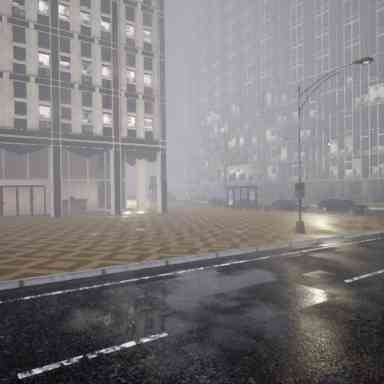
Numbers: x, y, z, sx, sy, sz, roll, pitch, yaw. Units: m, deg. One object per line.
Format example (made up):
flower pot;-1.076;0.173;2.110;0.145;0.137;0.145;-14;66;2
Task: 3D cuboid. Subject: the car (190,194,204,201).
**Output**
car;1.223;1.043;63.138;1.802;1.307;4.206;0;1;-34

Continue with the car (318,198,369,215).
car;14.899;1.354;32.945;1.837;1.490;4.892;-1;2;-34

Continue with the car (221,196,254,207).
car;6.192;1.314;45.657;1.895;1.301;4.718;-1;1;-34

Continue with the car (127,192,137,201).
car;-12.120;1.039;67.770;2.008;1.369;4.403;0;1;-34

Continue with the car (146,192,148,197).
car;-8.426;0.615;77.193;2.192;1.841;5.009;0;1;-34

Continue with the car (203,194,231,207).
car;3.917;1.319;44.311;1.947;1.339;4.313;0;1;-34

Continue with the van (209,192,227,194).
van;4.438;0.855;58.449;1.690;1.788;3.998;0;1;-34

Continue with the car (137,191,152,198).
car;-11.643;0.686;81.881;1.967;1.590;4.097;0;1;-34

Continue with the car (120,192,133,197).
car;-18.075;0.688;91.254;2.008;1.369;4.403;0;1;-34

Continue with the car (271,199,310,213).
car;10.287;1.424;34.894;1.947;1.339;4.313;0;1;-34

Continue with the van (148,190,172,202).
van;-5.687;0.937;58.395;1.690;1.788;3.998;0;1;-34

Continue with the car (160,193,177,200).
car;-5.210;0.936;72.511;1.802;1.307;4.206;0;1;-34

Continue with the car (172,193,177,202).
car;-5.042;0.734;62.183;2.150;2.045;5.566;-1;1;-34

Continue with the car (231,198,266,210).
car;7.085;1.388;39.592;1.802;1.307;4.206;0;1;-34
